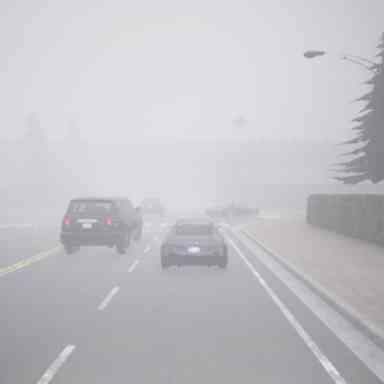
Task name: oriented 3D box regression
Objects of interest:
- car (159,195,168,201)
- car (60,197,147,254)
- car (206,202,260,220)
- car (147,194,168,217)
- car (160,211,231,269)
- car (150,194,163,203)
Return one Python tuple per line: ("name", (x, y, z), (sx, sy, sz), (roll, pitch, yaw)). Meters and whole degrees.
("car", (-7.006, 1.421, 81.553), (1.895, 1.301, 4.718), (0, 0, 0))
("car", (-3.418, 1.192, 13.544), (2.150, 2.045, 5.566), (0, 0, 0))
("car", (3.403, 1.495, 26.884), (4.718, 1.301, 1.895), (0, 0, -41))
("car", (-3.419, 1.240, 29.528), (2.097, 1.767, 4.553), (0, 0, 0))
("car", (0.071, 1.540, 11.056), (1.994, 1.385, 4.181), (0, 0, 0))
("car", (-7.013, 1.212, 66.270), (2.097, 1.767, 4.553), (0, 0, 0))
